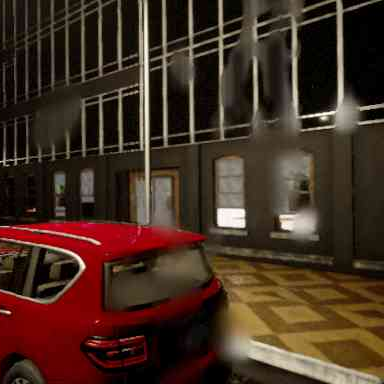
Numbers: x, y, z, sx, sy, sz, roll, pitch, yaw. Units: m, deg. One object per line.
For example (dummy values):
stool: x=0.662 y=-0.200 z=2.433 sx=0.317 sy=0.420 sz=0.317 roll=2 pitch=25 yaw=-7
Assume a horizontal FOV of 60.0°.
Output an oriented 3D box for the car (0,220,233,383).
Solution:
car: x=-1.889 y=1.292 z=4.245 sx=5.009 sy=1.841 sz=2.192 roll=0 pitch=-1 yaw=36
